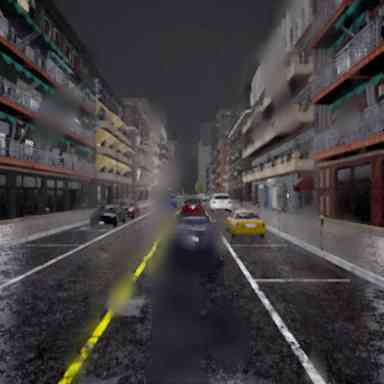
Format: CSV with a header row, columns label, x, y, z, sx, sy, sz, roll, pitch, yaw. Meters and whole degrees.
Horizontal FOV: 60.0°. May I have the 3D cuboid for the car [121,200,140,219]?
label,x,y,z,sx,sy,sz,roll,pitch,yaw
car,-5.680,1.423,28.722,1.967,1.590,4.097,0,0,0

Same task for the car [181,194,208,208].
label,x,y,z,sx,sy,sz,roll,pitch,yaw
car,0.088,1.335,30.225,2.097,1.767,4.553,0,0,0

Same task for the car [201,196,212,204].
label,x,y,z,sx,sy,sz,roll,pitch,yaw
car,2.701,1.551,62.709,2.008,1.369,4.403,0,0,0

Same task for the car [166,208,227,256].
label,x,y,z,sx,sy,sz,roll,pitch,yaw
car,0.077,1.554,13.060,1.994,1.385,4.181,0,0,1

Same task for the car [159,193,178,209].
label,x,y,z,sx,sy,sz,roll,pitch,yaw
car,-3.088,1.209,44.729,2.150,2.045,5.566,0,0,0

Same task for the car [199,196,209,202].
label,x,y,z,sx,sy,sz,roll,pitch,yaw
car,2.702,1.564,74.039,2.008,1.369,4.403,0,0,0

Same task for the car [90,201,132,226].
label,x,y,z,sx,sy,sz,roll,pitch,yaw
car,-5.682,1.551,23.060,1.947,1.339,4.313,0,0,0

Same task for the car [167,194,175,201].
label,x,y,z,sx,sy,sz,roll,pitch,yaw
car,-5.676,1.481,91.033,1.967,1.590,4.097,0,0,0

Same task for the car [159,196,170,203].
label,x,y,z,sx,sy,sz,roll,pitch,yaw
car,-5.678,1.551,68.376,1.887,1.381,4.507,0,0,0

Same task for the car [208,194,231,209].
label,x,y,z,sx,sy,sz,roll,pitch,yaw
car,3.110,1.213,37.128,2.150,2.045,5.566,0,0,0

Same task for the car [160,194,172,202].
label,x,y,z,sx,sy,sz,roll,pitch,yaw
car,-5.676,1.328,74.041,2.192,1.841,5.009,0,0,0

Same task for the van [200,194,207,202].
label,x,y,z,sx,sy,sz,roll,pitch,yaw
van,2.703,1.362,79.702,1.690,1.788,3.998,0,0,0

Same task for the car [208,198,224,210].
label,x,y,z,sx,sy,sz,roll,pitch,yaw
car,3.153,1.513,44.098,1.812,1.442,4.674,0,0,0

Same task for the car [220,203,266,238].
label,x,y,z,sx,sy,sz,roll,pitch,yaw
car,2.698,1.512,17.564,1.752,1.417,4.829,0,0,0
